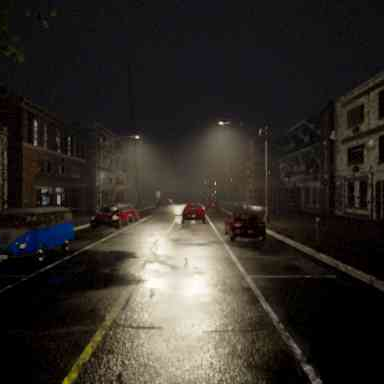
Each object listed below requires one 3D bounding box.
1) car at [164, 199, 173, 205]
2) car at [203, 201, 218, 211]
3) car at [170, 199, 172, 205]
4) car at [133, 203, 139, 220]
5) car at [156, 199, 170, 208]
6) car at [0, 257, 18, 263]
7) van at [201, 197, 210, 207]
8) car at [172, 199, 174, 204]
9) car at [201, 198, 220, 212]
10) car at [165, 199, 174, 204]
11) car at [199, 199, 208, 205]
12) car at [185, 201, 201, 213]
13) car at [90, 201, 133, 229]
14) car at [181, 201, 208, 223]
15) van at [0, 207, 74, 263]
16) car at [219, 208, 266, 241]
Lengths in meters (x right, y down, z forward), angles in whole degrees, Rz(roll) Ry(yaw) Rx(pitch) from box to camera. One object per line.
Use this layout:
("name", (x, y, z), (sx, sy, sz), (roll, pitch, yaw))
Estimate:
("car", (-5.616, 2.311, 78.450), (1.752, 1.417, 4.829), (0, -1, 0))
("car", (2.738, 2.062, 50.893), (2.008, 1.369, 4.403), (-1, -1, 0))
("car", (-5.627, 2.222, 67.533), (1.887, 1.381, 4.507), (0, -1, 0))
("car", (-5.664, 1.871, 28.726), (1.802, 1.307, 4.206), (0, -1, 0))
("car", (-5.631, 2.166, 61.989), (1.887, 1.381, 4.507), (0, -1, 0))
("car", (-3.083, 1.507, 1.360), (2.128, 1.511, 4.902), (0, -1, 0))
("van", (2.753, 2.018, 67.527), (1.690, 1.788, 3.998), (-1, -1, 0))
("car", (-5.621, 2.277, 73.077), (1.887, 1.381, 4.507), (0, -1, 0))
("car", (2.731, 1.771, 45.351), (2.192, 1.841, 5.009), (-1, -1, 0))
("car", (-5.609, 2.387, 84.164), (1.887, 1.381, 4.507), (0, -1, 0))
("car", (2.766, 2.353, 78.612), (1.947, 1.339, 4.313), (-1, -1, 0))
("car", (0.145, 2.019, 45.447), (1.994, 1.385, 4.181), (0, -1, 0))
("car", (-5.671, 1.674, 23.184), (1.967, 1.590, 4.097), (0, -1, 0))
("car", (0.129, 1.764, 28.415), (1.882, 1.535, 5.008), (0, -1, 0))
("van", (-5.683, 1.464, 12.097), (1.690, 1.788, 3.998), (0, -1, 0))
("car", (2.705, 1.723, 17.631), (1.887, 1.381, 4.507), (-1, -1, 0))
